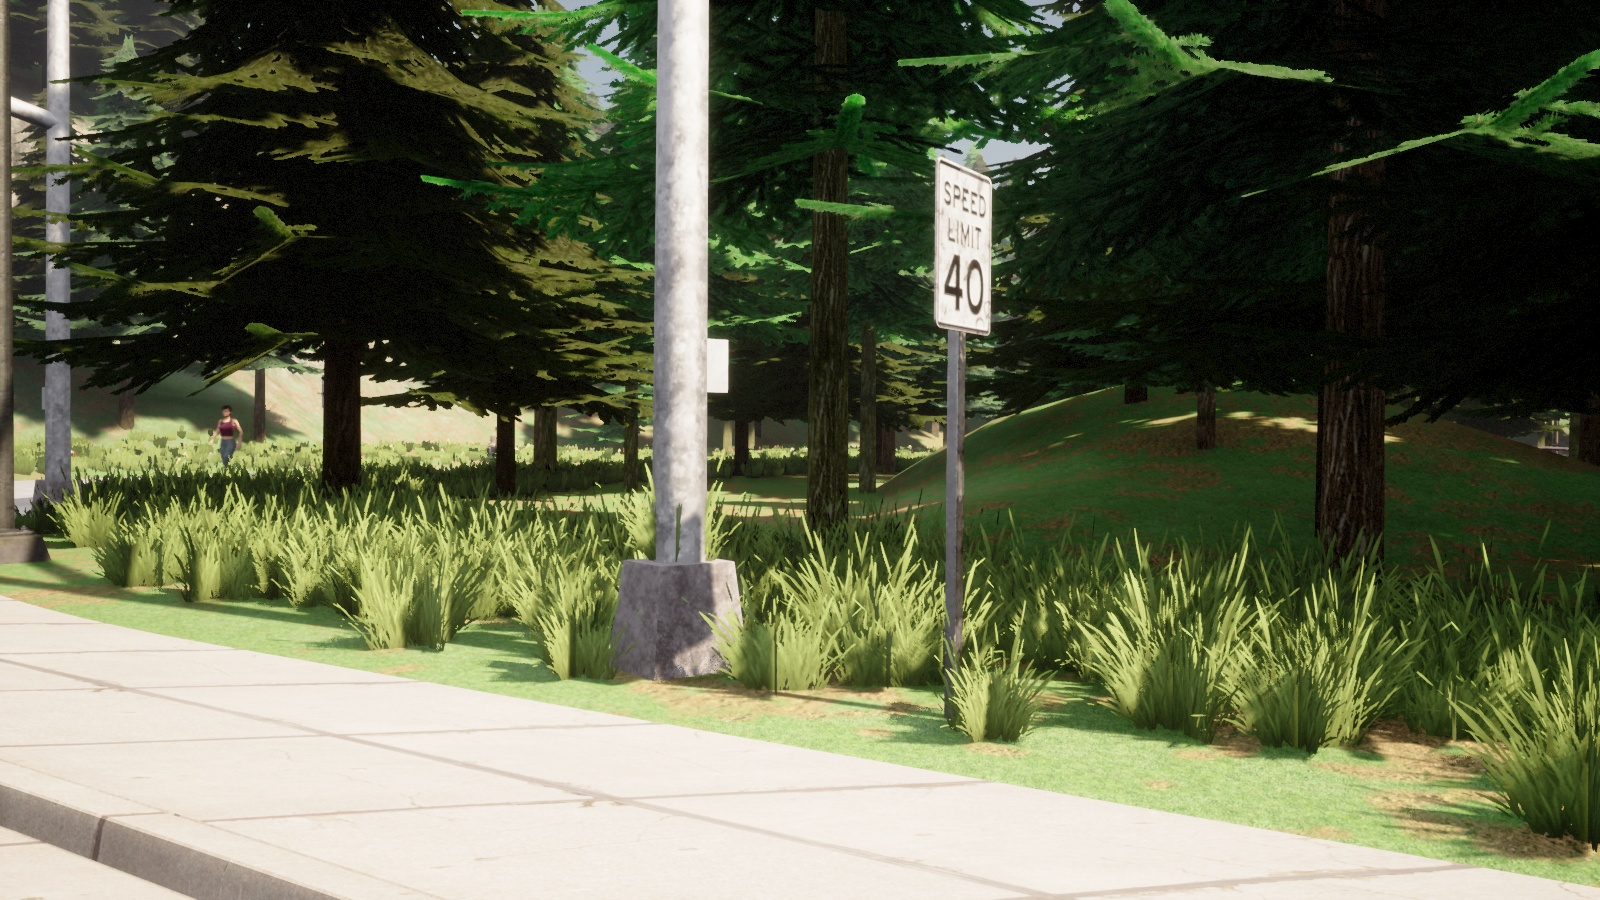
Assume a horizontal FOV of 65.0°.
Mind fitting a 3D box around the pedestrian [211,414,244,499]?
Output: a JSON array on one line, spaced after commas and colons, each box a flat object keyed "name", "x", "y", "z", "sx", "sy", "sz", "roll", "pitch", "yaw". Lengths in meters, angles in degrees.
[{"name": "pedestrian", "x": -12.443, "y": 0.133, "z": 27.298, "sx": 0.345, "sy": 1.836, "sz": 0.594, "roll": 0, "pitch": 1, "yaw": 14}]
